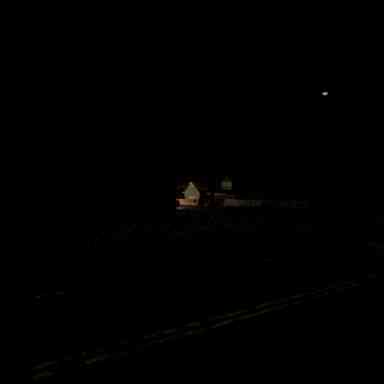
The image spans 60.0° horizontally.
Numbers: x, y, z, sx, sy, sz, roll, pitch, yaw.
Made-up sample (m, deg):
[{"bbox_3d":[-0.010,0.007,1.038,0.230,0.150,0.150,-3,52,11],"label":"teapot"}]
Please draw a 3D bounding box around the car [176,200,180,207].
[{"bbox_3d":[-4.550,2.028,66.457,2.150,2.045,5.566,1,-1,-36],"label":"car"}]
